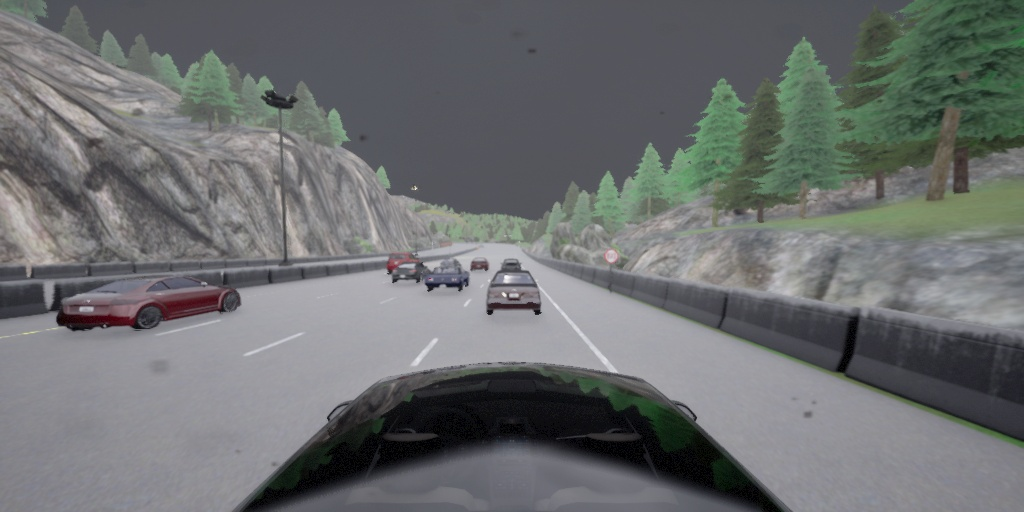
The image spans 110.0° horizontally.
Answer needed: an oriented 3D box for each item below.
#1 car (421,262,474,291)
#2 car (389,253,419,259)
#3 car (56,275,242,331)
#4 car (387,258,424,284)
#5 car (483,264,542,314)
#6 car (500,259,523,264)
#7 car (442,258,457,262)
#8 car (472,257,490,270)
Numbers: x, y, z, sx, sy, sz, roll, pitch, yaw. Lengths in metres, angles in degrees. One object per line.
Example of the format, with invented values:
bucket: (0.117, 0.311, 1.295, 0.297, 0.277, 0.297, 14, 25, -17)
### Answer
car: (-3.488, 1.219, 20.282, 1.895, 1.301, 4.718, 0, 0, 0)
car: (-10.576, 0.714, 35.397, 2.150, 2.045, 5.566, 0, 1, -1)
car: (-10.440, 1.260, 10.795, 1.994, 1.385, 4.181, 0, 0, 0)
car: (-7.013, 1.110, 25.257, 1.812, 1.442, 4.674, 0, 0, 0)
car: (0.047, 1.212, 13.289, 2.033, 1.411, 5.357, 0, 0, 0)
car: (-0.057, 1.003, 33.716, 1.837, 1.490, 4.892, 0, 1, 0)
car: (-7.097, 0.959, 41.608, 2.033, 1.411, 5.357, 0, 1, 0)
car: (-3.593, 0.894, 40.902, 1.882, 1.535, 5.008, 0, 1, 0)
